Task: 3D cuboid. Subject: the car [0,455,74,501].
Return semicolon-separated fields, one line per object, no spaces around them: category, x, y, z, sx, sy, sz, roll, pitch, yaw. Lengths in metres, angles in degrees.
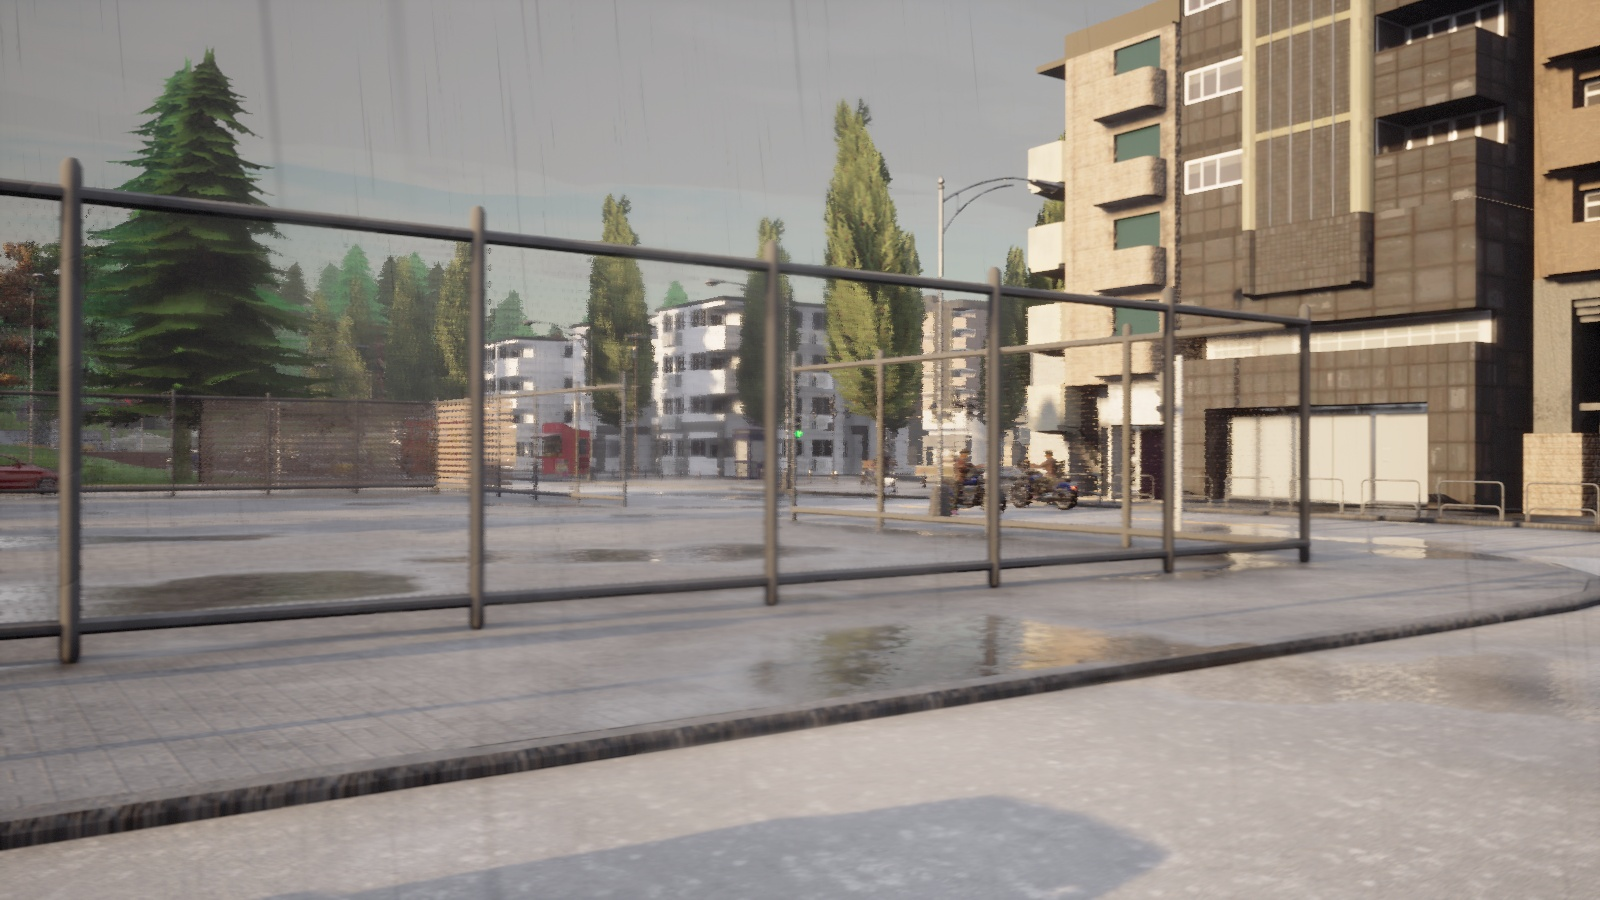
car;-26.296;0.915;41.178;4.193;1.474;1.816;0;0;-35

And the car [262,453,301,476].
car;-36.508;1.017;88.317;1.789;1.549;3.705;0;0;-35

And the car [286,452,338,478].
car;-31.657;0.941;81.339;2.033;1.649;4.856;0;0;-35

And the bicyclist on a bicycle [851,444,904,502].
bicyclist on a bicycle;2.417;0.707;39.464;0.659;1.776;1.843;0;0;-35

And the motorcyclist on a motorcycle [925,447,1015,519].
motorcyclist on a motorcycle;4.051;0.760;30.126;0.766;1.649;2.350;0;0;-35

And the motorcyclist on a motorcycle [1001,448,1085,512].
motorcyclist on a motorcycle;6.479;0.763;33.634;0.766;1.649;2.350;0;0;-35

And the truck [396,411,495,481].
truck;-20.543;-0.199;72.412;2.891;3.827;8.468;0;0;-35

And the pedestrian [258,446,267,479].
pedestrian;-29.887;0.689;69.799;0.328;1.805;0.869;0;0;-30
